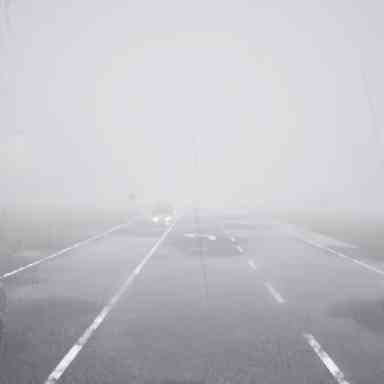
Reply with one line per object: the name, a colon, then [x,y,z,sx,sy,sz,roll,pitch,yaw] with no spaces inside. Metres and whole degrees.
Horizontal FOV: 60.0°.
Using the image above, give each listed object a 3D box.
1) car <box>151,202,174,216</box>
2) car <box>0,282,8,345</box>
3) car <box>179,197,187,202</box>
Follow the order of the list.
car: [-2.948,1.749,34.037,1.994,1.385,4.181,0,0,1]
car: [-3.392,1.536,2.584,1.837,1.490,4.892,0,0,-1]
car: [-2.309,2.006,86.654,1.994,1.385,4.181,0,0,0]
